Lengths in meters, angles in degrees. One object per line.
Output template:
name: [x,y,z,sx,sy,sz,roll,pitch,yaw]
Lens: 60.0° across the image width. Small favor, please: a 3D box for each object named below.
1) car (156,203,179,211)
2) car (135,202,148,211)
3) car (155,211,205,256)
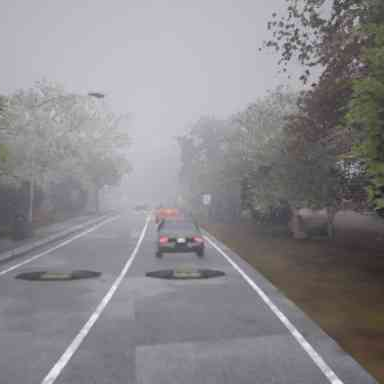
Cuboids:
car: [-2.187,1.748,29.894,2.097,1.767,4.553,1,-1,-6]
car: [-8.489,2.463,55.903,1.882,1.535,5.008,1,-3,-6]
car: [-0.582,1.744,13.990,2.033,1.411,5.357,1,-1,-5]
